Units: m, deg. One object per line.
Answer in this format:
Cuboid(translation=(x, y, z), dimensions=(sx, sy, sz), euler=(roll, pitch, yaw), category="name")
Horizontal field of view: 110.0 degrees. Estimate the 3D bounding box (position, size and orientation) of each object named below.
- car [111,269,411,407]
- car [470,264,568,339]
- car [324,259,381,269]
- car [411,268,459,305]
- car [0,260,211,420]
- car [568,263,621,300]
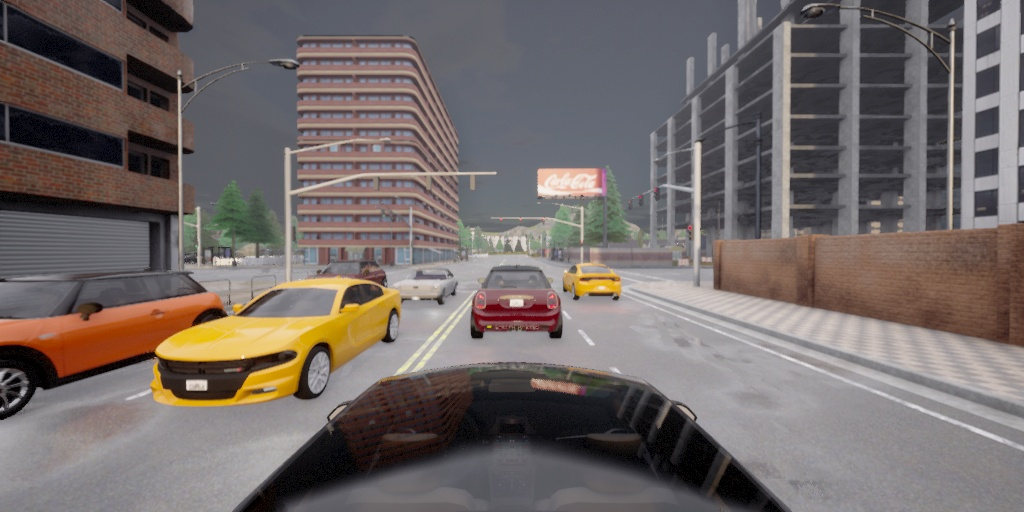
Cuboid(translation=(-3.577, 1.175, 6.582), dimensions=(1.882, 1.535, 5.008), euler=(0, 1, 0), category="car")
Cuboid(translation=(0.100, 1.013, 9.937), dimensions=(2.097, 1.767, 4.553), euler=(0, 1, 0), category="car")
Cuboid(translation=(-7.001, 0.955, 15.294), dimensions=(2.097, 1.767, 4.553), euler=(0, 1, 0), category="car")
Cuboid(translation=(-3.501, 1.204, 15.237), dimensions=(1.895, 1.301, 4.718), euler=(0, 1, 0), category="car")
Cuboid(translation=(-7.079, 1.059, 5.627), dimensions=(2.097, 1.767, 4.553), euler=(0, 1, 0), category="car")
Cuboid(translation=(3.499, 1.068, 16.466), dimensions=(1.882, 1.535, 5.008), euler=(0, 1, 0), category="car")
